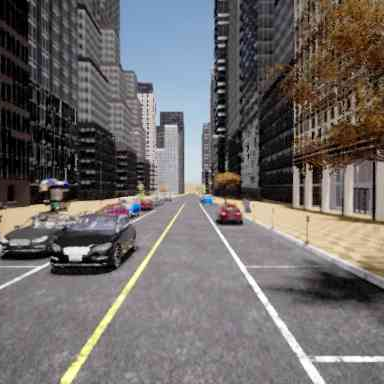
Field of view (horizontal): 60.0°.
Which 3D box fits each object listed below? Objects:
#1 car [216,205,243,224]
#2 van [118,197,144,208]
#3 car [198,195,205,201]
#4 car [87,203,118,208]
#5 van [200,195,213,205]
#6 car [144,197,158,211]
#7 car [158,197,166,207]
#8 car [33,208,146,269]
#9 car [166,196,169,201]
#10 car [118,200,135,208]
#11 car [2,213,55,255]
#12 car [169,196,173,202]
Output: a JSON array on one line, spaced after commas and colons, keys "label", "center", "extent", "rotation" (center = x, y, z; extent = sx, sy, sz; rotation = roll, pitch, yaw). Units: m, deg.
[{"label": "car", "center": [2.689, 1.583, 24.386], "extent": [1.802, 1.307, 4.206], "rotation": [-1, 0, 0]}, {"label": "van", "center": [-5.692, 1.346, 30.013], "extent": [1.690, 1.788, 3.998], "rotation": [-1, 0, 0]}, {"label": "car", "center": [2.717, 1.595, 92.056], "extent": [1.752, 1.417, 4.829], "rotation": [-1, 0, 0]}, {"label": "car", "center": [-5.694, 1.526, 18.594], "extent": [1.752, 1.417, 4.829], "rotation": [-1, 0, 0]}, {"label": "van", "center": [2.699, 1.366, 58.136], "extent": [1.690, 1.788, 3.998], "rotation": [-1, 0, 0]}, {"label": "car", "center": [-5.684, 1.556, 41.263], "extent": [1.887, 1.381, 4.507], "rotation": [-1, 0, 0]}, {"label": "car", "center": [-5.679, 1.571, 52.514], "extent": [2.008, 1.369, 4.403], "rotation": [-1, 0, 0]}, {"label": "car", "center": [-3.061, 1.492, 11.237], "extent": [2.128, 1.511, 4.902], "rotation": [0, 0, 0]}, {"label": "car", "center": [-5.677, 1.576, 58.139], "extent": [2.008, 1.369, 4.403], "rotation": [-1, 0, 0]}, {"label": "car", "center": [-5.691, 1.547, 24.389], "extent": [1.887, 1.381, 4.507], "rotation": [-1, 0, 0]}, {"label": "car", "center": [-5.696, 1.550, 13.138], "extent": [2.008, 1.369, 4.403], "rotation": [-1, 0, 0]}, {"label": "car", "center": [-5.667, 1.604, 80.638], "extent": [2.008, 1.369, 4.403], "rotation": [-1, 0, 0]}]
